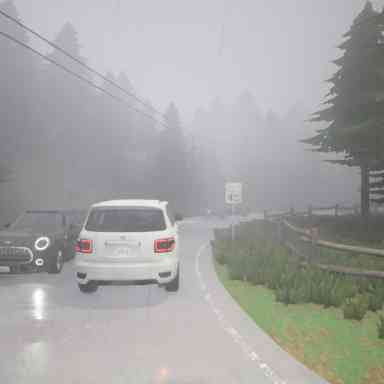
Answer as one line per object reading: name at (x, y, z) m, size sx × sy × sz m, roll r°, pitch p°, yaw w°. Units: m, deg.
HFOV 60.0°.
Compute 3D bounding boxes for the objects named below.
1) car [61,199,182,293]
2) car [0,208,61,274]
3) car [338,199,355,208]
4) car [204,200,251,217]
car at (-1.435, 1.200, 9.002) m, size 2.150 × 2.045 × 5.566 m, roll 0°, pitch 0°, yaw -3°
car at (-4.536, 1.320, 10.483) m, size 2.097 × 1.767 × 4.553 m, roll 0°, pitch 0°, yaw 4°
car at (17.895, 1.453, 35.982) m, size 4.902 × 1.511 × 2.128 m, roll 0°, pitch 0°, yaw -32°
car at (3.087, 1.433, 28.633) m, size 4.902 × 1.511 × 2.128 m, roll 0°, pitch 0°, yaw -44°
